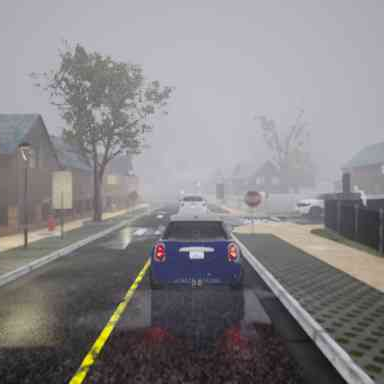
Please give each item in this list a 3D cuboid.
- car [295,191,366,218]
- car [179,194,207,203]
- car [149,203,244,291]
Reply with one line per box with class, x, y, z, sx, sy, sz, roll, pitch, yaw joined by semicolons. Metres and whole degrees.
car;11.066;0.936;26.377;5.566;2.045;2.150;-1;0;-2
car;0.091;1.224;29.011;2.150;2.045;5.566;0;0;0
car;0.100;1.359;9.184;2.097;1.767;4.553;0;0;0
